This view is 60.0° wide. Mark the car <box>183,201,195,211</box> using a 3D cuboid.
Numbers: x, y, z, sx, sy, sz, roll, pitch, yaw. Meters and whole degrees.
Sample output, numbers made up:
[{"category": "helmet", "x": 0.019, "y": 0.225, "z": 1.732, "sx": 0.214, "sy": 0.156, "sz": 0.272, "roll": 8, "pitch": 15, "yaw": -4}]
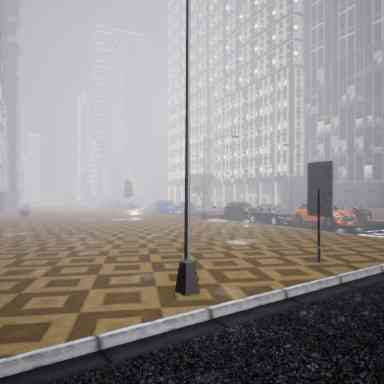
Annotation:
[{"category": "car", "x": -1.123, "y": 2.308, "z": 54.194, "sx": 1.837, "sy": 1.490, "sz": 4.892, "roll": 0, "pitch": -1, "yaw": -24}]

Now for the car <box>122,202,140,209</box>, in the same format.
[{"category": "car", "x": -10.956, "y": 2.525, "z": 61.394, "sx": 2.008, "sy": 1.369, "sz": 4.403, "roll": -1, "pitch": -1, "yaw": -26}]

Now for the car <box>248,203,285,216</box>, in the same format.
[{"category": "car", "x": 8.798, "y": 2.068, "z": 39.695, "sx": 1.947, "sy": 1.339, "sz": 4.313, "roll": -1, "pitch": -1, "yaw": -26}]

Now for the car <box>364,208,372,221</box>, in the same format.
[{"category": "car", "x": 13.679, "y": 1.854, "z": 29.561, "sx": 2.008, "sy": 1.369, "sz": 4.403, "roll": -1, "pitch": -1, "yaw": -26}]

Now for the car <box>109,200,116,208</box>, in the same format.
[{"category": "car", "x": -15.838, "y": 2.731, "z": 71.529, "sx": 1.887, "sy": 1.381, "sz": 4.507, "roll": -1, "pitch": -1, "yaw": -26}]

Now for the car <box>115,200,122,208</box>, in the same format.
[{"category": "car", "x": -13.324, "y": 2.602, "z": 66.309, "sx": 1.752, "sy": 1.417, "sz": 4.829, "roll": -1, "pitch": -1, "yaw": -26}]

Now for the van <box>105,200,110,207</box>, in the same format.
[{"category": "van", "x": -18.282, "y": 2.635, "z": 76.597, "sx": 1.690, "sy": 1.788, "sz": 3.998, "roll": -1, "pitch": -1, "yaw": -26}]

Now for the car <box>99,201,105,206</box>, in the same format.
[{"category": "car", "x": -23.159, "y": 3.053, "z": 86.729, "sx": 1.887, "sy": 1.381, "sz": 4.507, "roll": -1, "pitch": -1, "yaw": -26}]

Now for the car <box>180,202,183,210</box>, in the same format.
[{"category": "car", "x": -3.662, "y": 2.256, "z": 52.370, "sx": 1.882, "sy": 1.535, "sz": 5.008, "roll": 0, "pitch": -1, "yaw": -25}]

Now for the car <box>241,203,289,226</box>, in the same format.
[{"category": "car", "x": 6.129, "y": 1.813, "z": 25.924, "sx": 2.008, "sy": 1.369, "sz": 4.403, "roll": -1, "pitch": -1, "yaw": -26}]

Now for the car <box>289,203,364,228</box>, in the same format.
[{"category": "car", "x": 9.697, "y": 1.576, "z": 24.458, "sx": 2.097, "sy": 1.767, "sz": 4.553, "roll": 0, "pitch": -1, "yaw": -25}]

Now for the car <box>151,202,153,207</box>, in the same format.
[{"category": "car", "x": -5.602, "y": 2.593, "z": 63.416, "sx": 1.895, "sy": 1.301, "sz": 4.718, "roll": 0, "pitch": -1, "yaw": -26}]

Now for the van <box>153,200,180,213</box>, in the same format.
[{"category": "van", "x": -3.638, "y": 2.005, "z": 46.196, "sx": 1.690, "sy": 1.788, "sz": 3.998, "roll": -1, "pitch": -1, "yaw": -26}]

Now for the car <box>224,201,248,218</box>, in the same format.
[{"category": "car", "x": 5.129, "y": 1.764, "z": 33.998, "sx": 2.097, "sy": 1.767, "sz": 4.553, "roll": 0, "pitch": -1, "yaw": -26}]

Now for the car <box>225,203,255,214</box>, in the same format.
[{"category": "car", "x": 6.357, "y": 2.168, "z": 44.762, "sx": 1.947, "sy": 1.339, "sz": 4.313, "roll": -1, "pitch": -1, "yaw": -26}]
